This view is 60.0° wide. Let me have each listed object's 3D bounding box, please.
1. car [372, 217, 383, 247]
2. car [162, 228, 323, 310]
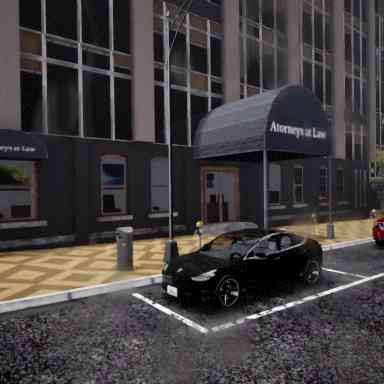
[{"bbox_3d":[9.620,1.310,14.038,5.009,1.841,2.192,0,-1,-37],"label":"car"},{"bbox_3d":[1.348,1.564,7.830,4.313,1.339,1.947,0,-1,-37],"label":"car"}]
